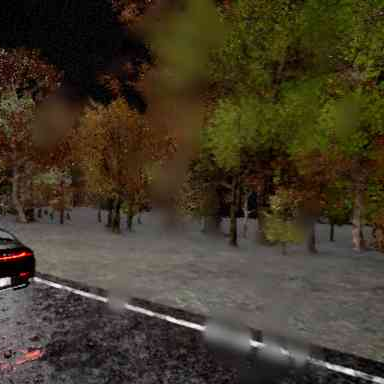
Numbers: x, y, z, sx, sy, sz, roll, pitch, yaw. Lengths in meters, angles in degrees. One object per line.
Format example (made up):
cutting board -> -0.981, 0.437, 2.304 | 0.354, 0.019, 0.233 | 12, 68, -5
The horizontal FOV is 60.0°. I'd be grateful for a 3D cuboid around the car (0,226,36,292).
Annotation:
car -> -5.522, 1.457, 7.658 | 4.892, 1.490, 1.837 | 0, 0, 36
